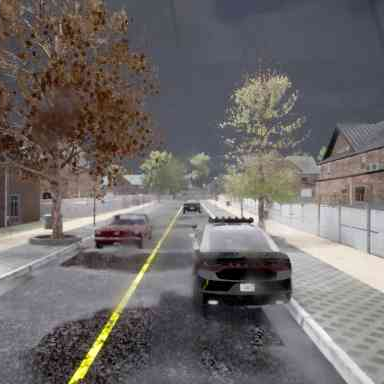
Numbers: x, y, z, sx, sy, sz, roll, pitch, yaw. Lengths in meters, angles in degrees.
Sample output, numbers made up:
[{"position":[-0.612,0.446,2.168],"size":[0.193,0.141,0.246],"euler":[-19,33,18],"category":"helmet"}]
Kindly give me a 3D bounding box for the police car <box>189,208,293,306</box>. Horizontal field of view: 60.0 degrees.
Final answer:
[{"position":[0.946,1.430,8.275],"size":[1.930,1.638,5.238],"euler":[0,0,0],"category":"police car"}]

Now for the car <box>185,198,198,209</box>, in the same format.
[{"position":[-0.045,1.563,46.712],"size":[1.812,1.442,4.674],"euler":[0,0,0],"category":"car"}]

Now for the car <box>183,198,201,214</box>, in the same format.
[{"position":[0.004,1.503,36.266],"size":[1.882,1.535,5.008],"euler":[0,0,0],"category":"car"}]

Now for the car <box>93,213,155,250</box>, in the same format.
[{"position":[-2.780,1.609,14.509],"size":[1.895,1.301,4.718],"euler":[0,0,0],"category":"car"}]
